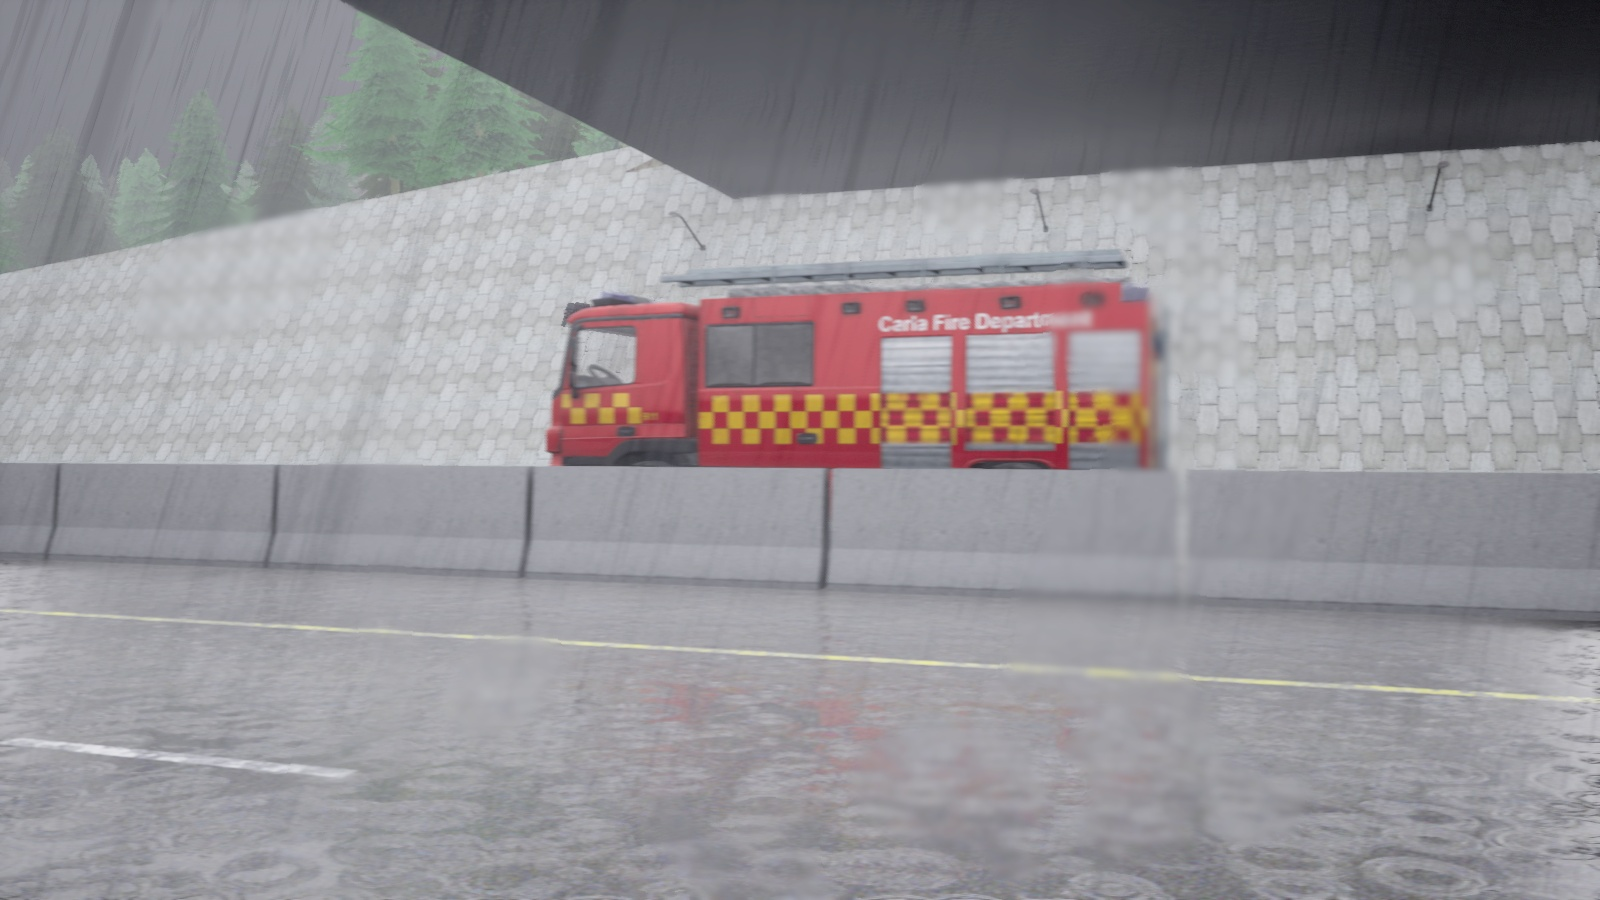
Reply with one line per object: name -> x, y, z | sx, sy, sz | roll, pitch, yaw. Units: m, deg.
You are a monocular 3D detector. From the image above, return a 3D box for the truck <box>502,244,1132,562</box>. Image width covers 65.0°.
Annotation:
truck -> 0.241, -0.623, 17.865 | 8.468, 3.827, 2.891 | 1, 1, 19
